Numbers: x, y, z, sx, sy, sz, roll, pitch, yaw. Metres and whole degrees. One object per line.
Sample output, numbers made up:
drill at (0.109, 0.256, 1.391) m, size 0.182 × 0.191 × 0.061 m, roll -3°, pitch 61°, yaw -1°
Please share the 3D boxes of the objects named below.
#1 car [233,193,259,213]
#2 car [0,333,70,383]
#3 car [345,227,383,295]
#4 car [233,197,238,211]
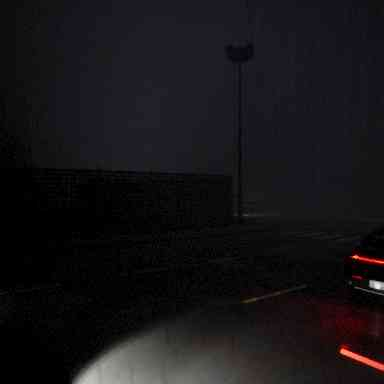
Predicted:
car at (4.837, 1.151, 36.790) m, size 2.150 × 2.045 × 5.566 m, roll 0°, pitch 0°, yaw -35°
car at (-2.764, 1.565, 1.784) m, size 4.181 × 1.385 × 1.994 m, roll 0°, pitch 0°, yaw -35°
car at (5.446, 1.500, 7.657) m, size 4.892 × 1.490 × 1.837 m, roll 0°, pitch 0°, yaw -36°
car at (1.973, 1.479, 34.779) m, size 2.033 × 1.411 × 5.357 m, roll 0°, pitch 0°, yaw -35°
